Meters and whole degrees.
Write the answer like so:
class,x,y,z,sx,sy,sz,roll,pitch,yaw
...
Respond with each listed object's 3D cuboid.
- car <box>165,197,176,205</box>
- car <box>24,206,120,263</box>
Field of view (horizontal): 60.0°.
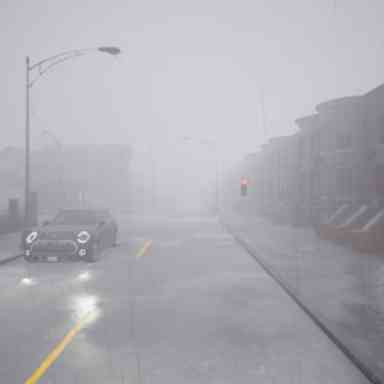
class,x,y,z,sx,sy,sz,roll,pitch,yaw
car,-3.980,1.612,62.815,2.033,1.411,5.357,0,0,1
car,-4.067,1.364,11.976,2.097,1.767,4.553,0,0,0
